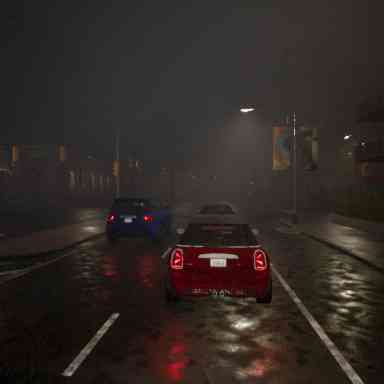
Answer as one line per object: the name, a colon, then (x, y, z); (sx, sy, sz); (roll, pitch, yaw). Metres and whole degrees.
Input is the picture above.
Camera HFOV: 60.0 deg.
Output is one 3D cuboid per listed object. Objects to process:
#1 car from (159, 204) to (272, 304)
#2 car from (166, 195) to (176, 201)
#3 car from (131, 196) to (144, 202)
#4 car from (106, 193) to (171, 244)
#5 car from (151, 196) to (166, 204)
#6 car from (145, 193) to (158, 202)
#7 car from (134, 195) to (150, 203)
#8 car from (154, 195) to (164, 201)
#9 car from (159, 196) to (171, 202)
car: (0.647, 1.352, 8.386); (2.097, 1.767, 4.553); (0, 0, 4)
car: (-5.334, 1.529, 85.651); (1.812, 1.442, 4.674); (0, 0, 4)
car: (-12.678, 1.599, 77.786); (1.895, 1.301, 4.718); (0, 0, 4)
car: (-2.327, 1.222, 15.862); (2.150, 2.045, 5.566); (0, 0, 4)
car: (-6.738, 1.495, 66.758); (2.128, 1.511, 4.902); (0, 0, 5)
car: (-9.427, 1.229, 77.685); (2.150, 2.045, 5.566); (0, 0, 4)
car: (-10.144, 1.495, 67.946); (2.128, 1.511, 4.902); (0, 0, 4)
car: (-8.696, 1.557, 87.660); (1.994, 1.385, 4.181); (0, 0, 4)
car: (-6.068, 1.557, 75.637); (1.994, 1.385, 4.181); (0, 0, 4)
